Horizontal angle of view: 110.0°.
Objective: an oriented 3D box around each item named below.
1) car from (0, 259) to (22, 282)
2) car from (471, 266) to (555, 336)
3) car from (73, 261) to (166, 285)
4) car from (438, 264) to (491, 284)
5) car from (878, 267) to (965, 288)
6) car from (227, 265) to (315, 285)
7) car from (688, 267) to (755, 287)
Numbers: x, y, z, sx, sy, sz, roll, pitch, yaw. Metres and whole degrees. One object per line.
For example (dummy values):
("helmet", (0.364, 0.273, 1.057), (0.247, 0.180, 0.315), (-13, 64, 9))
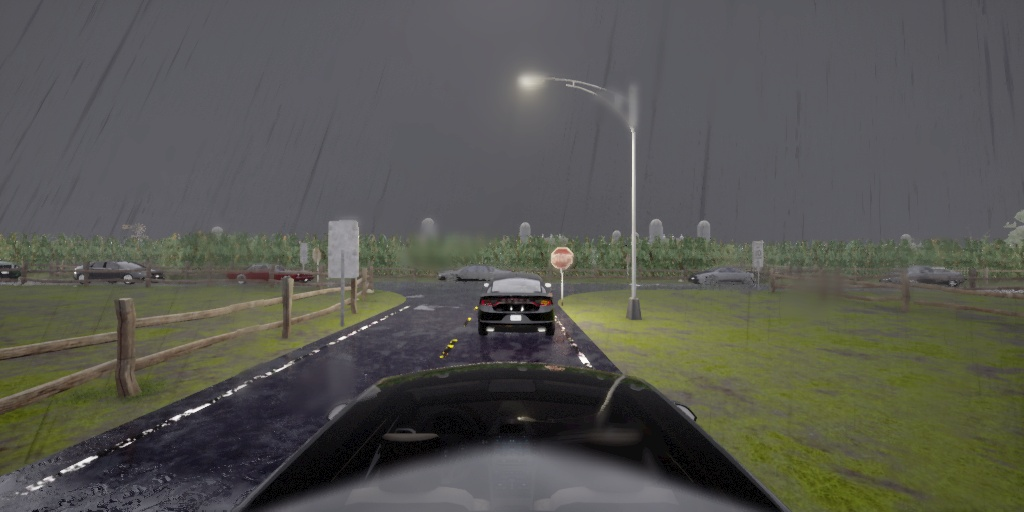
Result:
("car", (-35.973, 0.717, 23.549), (5.566, 2.045, 2.150), (0, -1, 1))
("car", (0.152, 1.230, 10.478), (1.882, 1.535, 5.008), (0, 0, 2))
("car", (-25.609, 1.066, 23.463), (4.892, 1.490, 1.837), (0, -1, 1))
("car", (-2.626, 1.318, 26.243), (5.357, 1.411, 2.033), (0, -1, 0))
("car", (29.567, 1.522, 26.002), (4.902, 1.511, 2.128), (1, -1, 0))
("car", (-15.569, 1.229, 23.353), (4.718, 1.301, 1.895), (0, -1, 2))
("car", (15.187, 1.474, 26.113), (4.181, 1.385, 1.994), (1, -1, 0))
